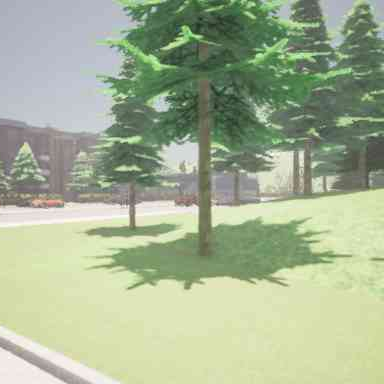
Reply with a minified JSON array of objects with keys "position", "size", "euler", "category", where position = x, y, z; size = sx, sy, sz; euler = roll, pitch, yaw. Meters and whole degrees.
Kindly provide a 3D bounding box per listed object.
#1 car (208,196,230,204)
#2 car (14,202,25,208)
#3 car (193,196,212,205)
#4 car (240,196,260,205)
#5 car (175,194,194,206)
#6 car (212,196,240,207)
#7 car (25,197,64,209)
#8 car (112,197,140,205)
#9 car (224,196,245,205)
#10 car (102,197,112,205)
[{"position":[5.452,1.612,66.723],"size":[2.128,1.511,4.902],"euler":[0,0,35],"category":"car"},{"position":[-24.280,1.773,50.469],"size":[1.895,1.301,4.718],"euler":[0,0,35],"category":"car"},{"position":[2.727,1.633,56.612],"size":[1.812,1.442,4.674],"euler":[0,0,35],"category":"car"},{"position":[11.198,1.587,62.725],"size":[2.128,1.511,4.902],"euler":[0,0,35],"category":"car"},{"position":[-0.717,1.339,57.812],"size":[2.150,2.045,5.566],"euler":[0,0,36],"category":"car"},{"position":[5.617,1.659,54.635],"size":[1.994,1.385,4.181],"euler":[0,0,36],"category":"car"},{"position":[-21.252,1.513,48.707],"size":[2.097,1.767,4.553],"euler":[0,0,35],"category":"car"},{"position":[-11.865,1.664,62.075],"size":[1.837,1.490,4.892],"euler":[0,0,35],"category":"car"},{"position":[8.337,1.586,64.740],"size":[1.882,1.535,5.008],"euler":[0,0,35],"category":"car"},{"position":[-14.937,1.666,63.755],"size":[2.128,1.511,4.902],"euler":[0,0,35],"category":"car"}]
